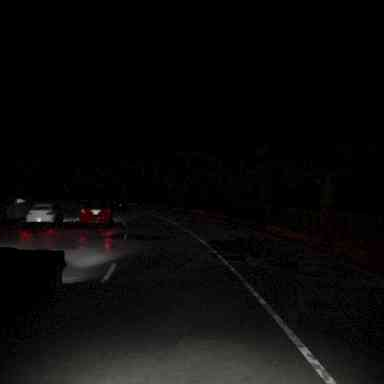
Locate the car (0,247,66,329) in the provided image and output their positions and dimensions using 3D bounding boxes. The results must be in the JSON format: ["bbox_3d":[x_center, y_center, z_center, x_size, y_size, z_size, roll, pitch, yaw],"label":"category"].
[{"bbox_3d":[-3.775,1.601,5.760,1.895,1.301,4.718,0,0,-4],"label":"car"}]

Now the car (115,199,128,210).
[{"bbox_3d":[-9.544,1.563,42.364,1.994,1.385,4.181,0,0,-24],"label":"car"}]

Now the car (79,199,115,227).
[{"bbox_3d":[-6.575,1.351,23.059,2.097,1.767,4.553,0,0,-13],"label":"car"}]

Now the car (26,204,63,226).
[{"bbox_3d":[-10.177,1.525,23.124,1.812,1.442,4.674,0,0,-14],"label":"car"}]
